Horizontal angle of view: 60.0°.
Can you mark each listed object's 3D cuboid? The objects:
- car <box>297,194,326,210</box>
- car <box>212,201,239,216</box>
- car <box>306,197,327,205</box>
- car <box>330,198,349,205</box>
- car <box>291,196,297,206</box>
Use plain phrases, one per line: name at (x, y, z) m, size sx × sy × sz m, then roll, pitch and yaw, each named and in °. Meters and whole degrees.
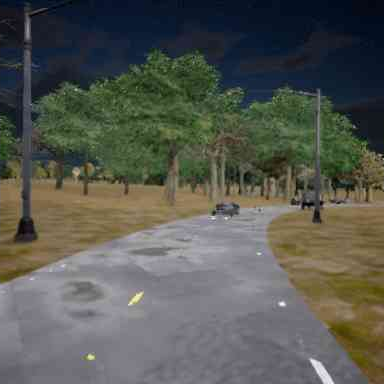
car at (16.902, 1.325, 46.699) m, size 2.150 × 2.045 × 5.566 m, roll 1°, pitch 0°, yaw 32°
car at (3.392, 1.587, 33.214) m, size 1.994 × 1.385 × 4.181 m, roll 1°, pitch 0°, yaw 21°
car at (25.213, 1.845, 67.221) m, size 2.033 × 1.411 × 5.357 m, roll 2°, pitch 0°, yaw 44°
car at (30.317, 1.970, 68.275) m, size 4.718 × 1.301 × 1.895 m, roll 1°, pitch 0°, yaw -43°
car at (17.852, 1.430, 54.223) m, size 2.097 × 1.767 × 4.553 m, roll 1°, pitch 0°, yaw 36°
